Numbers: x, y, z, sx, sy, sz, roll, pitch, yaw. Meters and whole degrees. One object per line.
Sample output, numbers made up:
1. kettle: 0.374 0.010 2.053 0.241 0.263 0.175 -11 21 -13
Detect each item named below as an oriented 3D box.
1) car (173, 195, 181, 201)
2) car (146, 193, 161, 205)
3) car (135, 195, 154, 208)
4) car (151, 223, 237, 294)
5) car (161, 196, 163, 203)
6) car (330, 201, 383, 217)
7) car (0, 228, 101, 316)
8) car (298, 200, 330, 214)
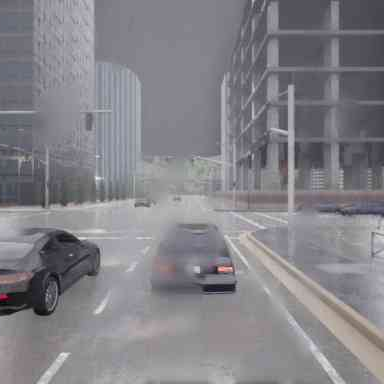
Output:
1. car: -3.693 1.540 81.757 2.033 1.411 5.357 0 0 0
2. car: -7.215 1.221 58.476 2.150 2.045 5.566 0 0 0
3. car: -7.212 1.564 49.157 1.994 1.385 4.181 0 0 0
4. car: 0.050 1.547 8.901 2.033 1.411 5.357 0 0 0
5. car: -7.170 1.352 68.298 2.097 1.767 4.553 0 0 0
6. car: 15.833 1.492 30.215 5.357 1.411 2.033 0 0 0
7. car: -3.457 1.526 7.384 1.812 1.442 4.674 0 0 0
8. car: 12.964 1.509 33.698 4.181 1.385 1.994 0 0 0
